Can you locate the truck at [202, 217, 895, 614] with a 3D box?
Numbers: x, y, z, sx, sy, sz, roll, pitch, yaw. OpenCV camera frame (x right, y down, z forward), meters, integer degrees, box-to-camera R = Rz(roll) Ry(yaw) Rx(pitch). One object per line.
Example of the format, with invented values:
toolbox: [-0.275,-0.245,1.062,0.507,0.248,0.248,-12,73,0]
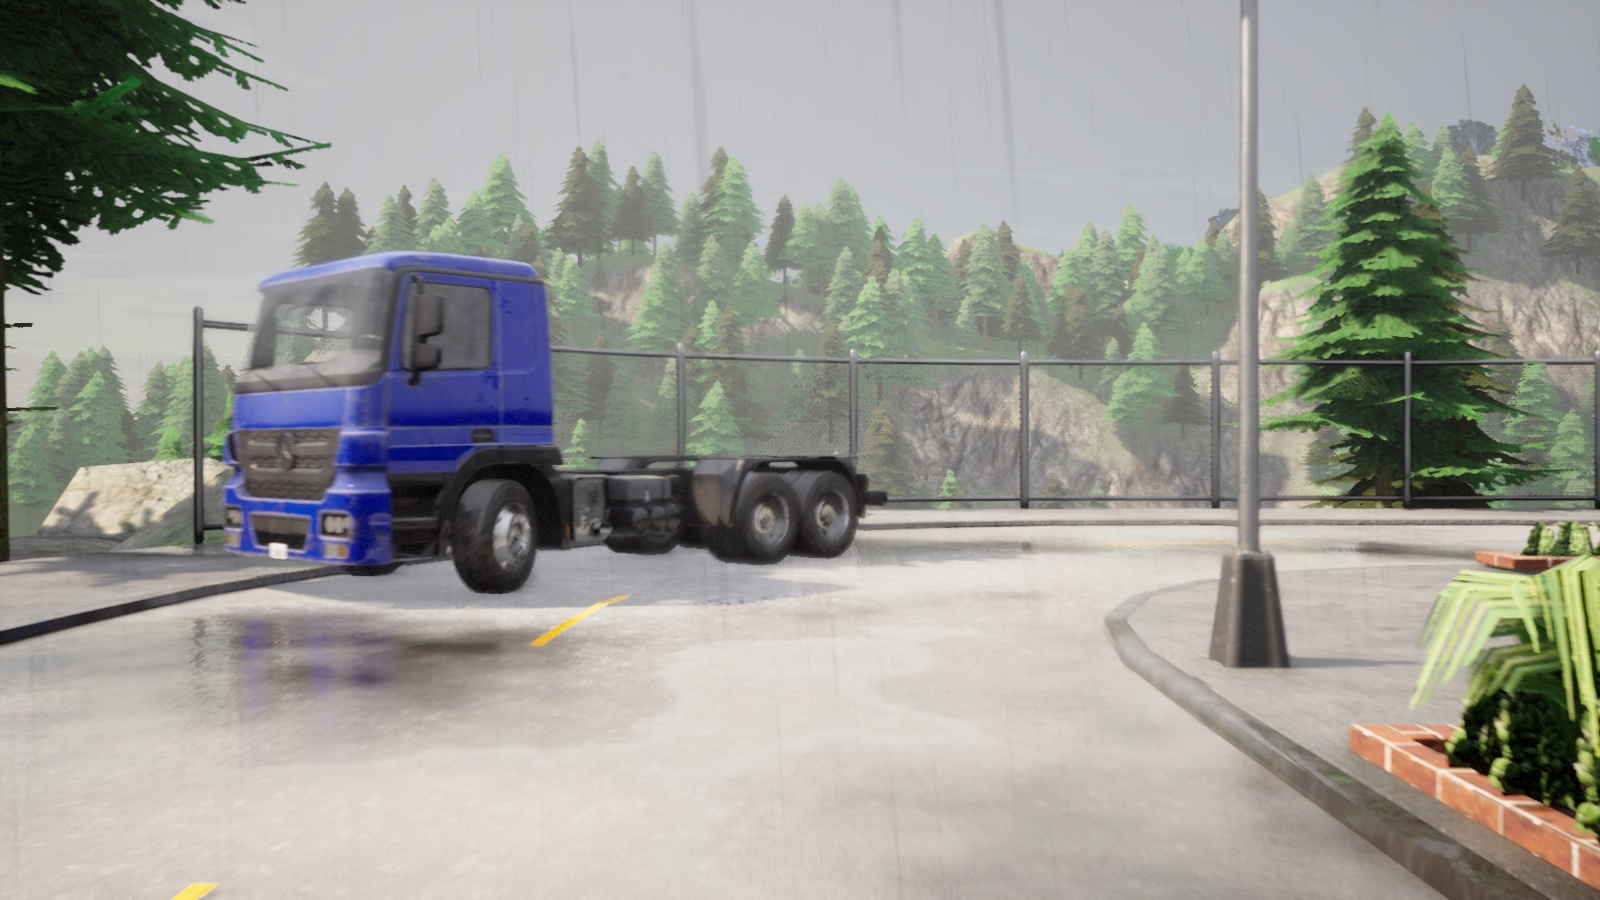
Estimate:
truck: [-2.417,-0.320,14.895,2.891,3.462,7.936,0,0,41]
